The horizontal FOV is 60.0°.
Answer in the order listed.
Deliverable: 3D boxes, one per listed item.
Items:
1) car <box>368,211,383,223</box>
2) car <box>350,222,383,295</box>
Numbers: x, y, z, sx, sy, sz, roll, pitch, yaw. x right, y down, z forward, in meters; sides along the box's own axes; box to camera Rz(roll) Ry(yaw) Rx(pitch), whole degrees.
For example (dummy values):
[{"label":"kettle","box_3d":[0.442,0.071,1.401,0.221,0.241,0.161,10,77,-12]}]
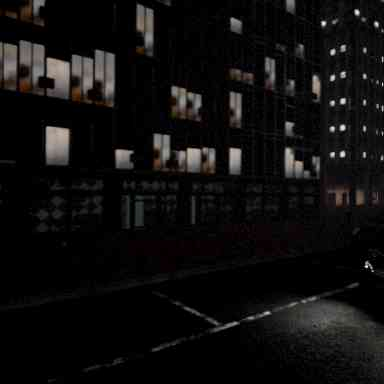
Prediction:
[{"label":"car","box_3d":[7.451,1.344,11.858,4.097,1.590,1.967,-1,1,-35]},{"label":"car","box_3d":[5.630,1.460,7.396,4.674,1.442,1.812,-1,0,-35]}]
